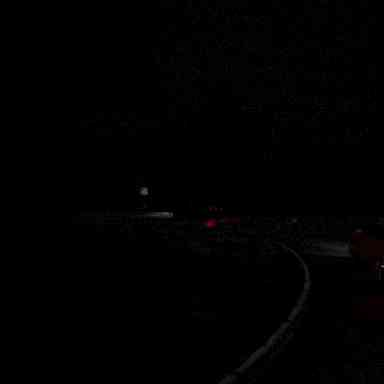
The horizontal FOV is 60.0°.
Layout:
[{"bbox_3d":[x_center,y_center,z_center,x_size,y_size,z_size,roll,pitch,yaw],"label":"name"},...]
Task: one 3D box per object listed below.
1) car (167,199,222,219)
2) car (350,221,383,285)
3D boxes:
[{"bbox_3d":[0.402,1.462,30.417,4.553,1.767,2.097,0,0,37],"label":"car"},{"bbox_3d":[5.953,1.560,9.505,1.882,1.535,5.008,1,0,15],"label":"car"}]
